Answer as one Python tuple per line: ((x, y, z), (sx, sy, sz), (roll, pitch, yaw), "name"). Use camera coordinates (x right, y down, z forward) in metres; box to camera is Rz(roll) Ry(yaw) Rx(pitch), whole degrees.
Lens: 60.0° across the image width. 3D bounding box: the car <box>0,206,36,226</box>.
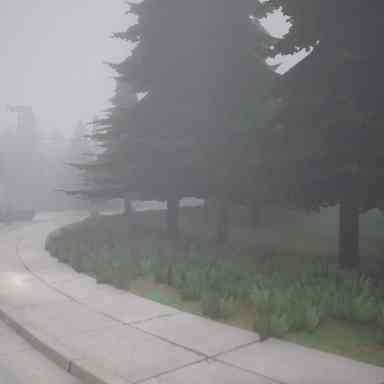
((-13.002, 1.615, 23.554), (1.895, 1.301, 4.718), (0, 0, 0), "car")
